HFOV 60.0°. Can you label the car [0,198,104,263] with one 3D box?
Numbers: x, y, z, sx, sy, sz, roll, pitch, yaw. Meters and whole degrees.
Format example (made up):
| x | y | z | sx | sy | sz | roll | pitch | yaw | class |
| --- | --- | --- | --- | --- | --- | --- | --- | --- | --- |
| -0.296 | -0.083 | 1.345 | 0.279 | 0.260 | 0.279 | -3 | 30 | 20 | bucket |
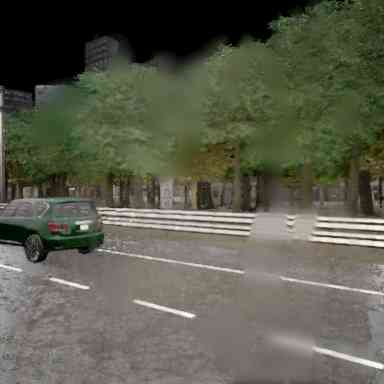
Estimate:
| x | y | z | sx | sy | sz | roll | pitch | yaw | class |
| --- | --- | --- | --- | --- | --- | --- | --- | --- | --- |
| -5.618 | 1.223 | 12.178 | 5.566 | 2.045 | 2.150 | 0 | 0 | 36 | car |
